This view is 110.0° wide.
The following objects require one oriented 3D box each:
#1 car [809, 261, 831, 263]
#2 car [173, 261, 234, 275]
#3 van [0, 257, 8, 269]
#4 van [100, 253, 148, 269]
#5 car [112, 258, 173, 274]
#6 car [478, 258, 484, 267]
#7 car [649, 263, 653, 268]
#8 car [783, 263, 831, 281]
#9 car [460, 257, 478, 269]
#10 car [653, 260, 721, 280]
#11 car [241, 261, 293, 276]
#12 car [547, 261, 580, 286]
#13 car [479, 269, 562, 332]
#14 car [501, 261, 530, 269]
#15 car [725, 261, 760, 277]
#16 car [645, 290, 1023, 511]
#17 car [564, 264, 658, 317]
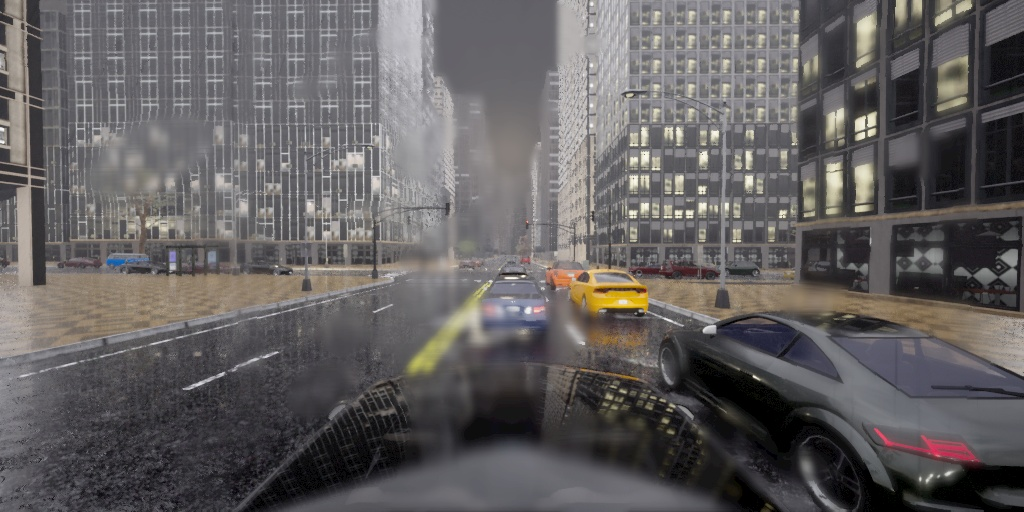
[{"bbox_3d":[32.662,1.356,38.423,4.553,1.767,2.097,0,1,1],"label":"car"},{"bbox_3d":[-28.468,1.137,33.497,4.207,1.307,1.802,0,0,1],"label":"car"},{"bbox_3d":[-51.194,0.686,34.031,3.998,1.789,1.690,0,0,1],"label":"van"},{"bbox_3d":[-45.354,0.604,42.303,3.998,1.789,1.690,0,0,1],"label":"van"},{"bbox_3d":[-34.149,1.068,33.661,4.313,1.339,1.948,0,0,1],"label":"car"},{"bbox_3d":[-6.665,1.053,64.329,2.097,1.767,4.553,0,0,0],"label":"car"},{"bbox_3d":[15.018,1.450,38.737,4.718,1.301,1.895,1,1,2],"label":"car"},{"bbox_3d":[27.591,1.577,32.733,4.829,1.417,1.751,0,0,1],"label":"car"},{"bbox_3d":[-6.679,1.277,54.328,1.994,1.385,4.181,0,0,0],"label":"car"},{"bbox_3d":[16.142,1.268,32.911,5.009,1.841,2.192,0,0,1],"label":"car"},{"bbox_3d":[-22.784,1.172,33.374,4.313,1.339,1.948,0,0,1],"label":"car"},{"bbox_3d":[3.316,1.091,22.212,2.097,1.767,4.553,0,0,0],"label":"car"},{"bbox_3d":[0.086,1.294,10.802,2.033,1.411,5.357,0,0,1],"label":"car"},{"bbox_3d":[0.070,1.232,20.554,2.128,1.511,4.902,0,0,0],"label":"car"},{"bbox_3d":[23.914,1.280,38.565,4.553,1.767,2.097,1,1,1],"label":"car"},{"bbox_3d":[3.341,1.313,4.122,1.994,1.385,4.181,0,0,0],"label":"car"},{"bbox_3d":[3.331,1.222,13.207,1.882,1.535,5.008,0,0,0],"label":"car"}]
